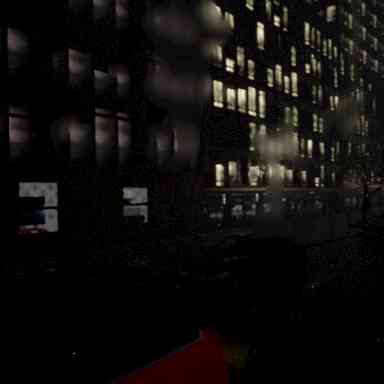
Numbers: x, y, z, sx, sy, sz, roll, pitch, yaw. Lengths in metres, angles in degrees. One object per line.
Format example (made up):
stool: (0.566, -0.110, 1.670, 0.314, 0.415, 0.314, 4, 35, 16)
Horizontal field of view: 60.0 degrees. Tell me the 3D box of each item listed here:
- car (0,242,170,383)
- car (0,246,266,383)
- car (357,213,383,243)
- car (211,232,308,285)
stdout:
car: (-2.651, 1.691, 4.631, 4.403, 1.369, 2.008, 0, -2, -44)
car: (-1.794, 1.425, 1.861, 4.553, 1.767, 2.097, 0, -2, -44)
car: (9.659, 1.727, 16.429, 4.403, 1.369, 2.008, 0, -2, -44)
car: (1.454, 1.734, 8.563, 4.206, 1.307, 1.802, 0, -2, -44)
